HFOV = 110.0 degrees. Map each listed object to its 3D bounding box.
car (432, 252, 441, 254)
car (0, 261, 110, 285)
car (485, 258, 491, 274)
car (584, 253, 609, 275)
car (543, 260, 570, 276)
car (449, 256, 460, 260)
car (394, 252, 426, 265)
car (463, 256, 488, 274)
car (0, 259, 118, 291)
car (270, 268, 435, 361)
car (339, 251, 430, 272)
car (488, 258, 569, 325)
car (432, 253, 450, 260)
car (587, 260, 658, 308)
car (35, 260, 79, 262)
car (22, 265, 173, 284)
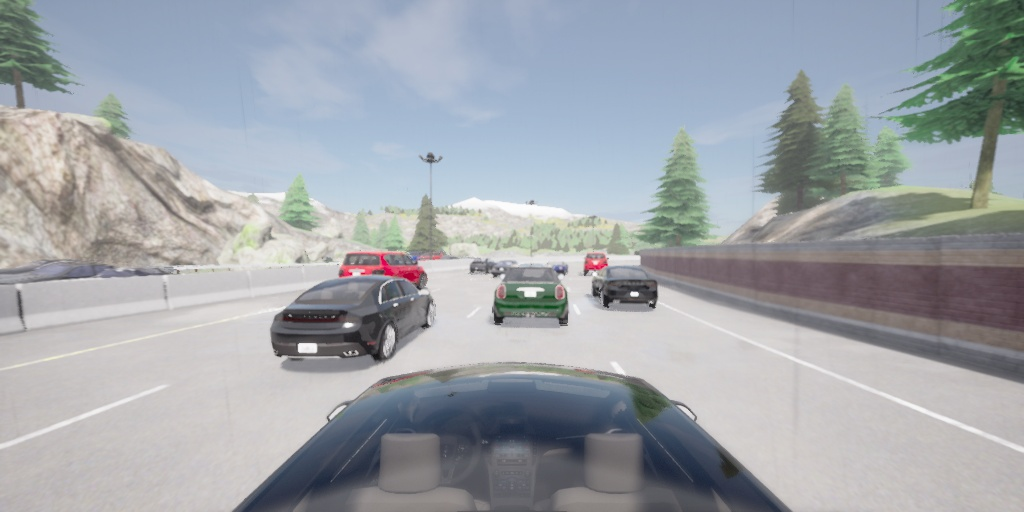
[{"bbox_3d":[-13.424,0.391,58.884,2.150,2.045,5.566,0,1,22],"label":"car"},{"bbox_3d":[-20.201,1.092,16.663,2.033,1.411,5.357,0,1,6],"label":"car"},{"bbox_3d":[-0.271,1.035,29.597,2.033,1.411,5.357,0,1,12],"label":"car"},{"bbox_3d":[7.962,0.695,33.885,2.150,2.045,5.566,0,1,14],"label":"car"},{"bbox_3d":[4.171,1.069,33.177,1.895,1.301,4.718,0,1,14],"label":"car"},{"bbox_3d":[-7.097,0.766,55.849,2.033,1.411,5.357,0,1,22],"label":"car"},{"bbox_3d":[-16.908,0.373,59.599,2.150,2.045,5.566,0,1,21],"label":"car"},{"bbox_3d":[-2.606,0.923,34.791,2.128,1.511,4.902,0,1,14],"label":"car"},{"bbox_3d":[-26.722,0.977,20.760,2.128,1.511,4.902,0,1,7],"label":"car"},{"bbox_3d":[-3.124,1.185,8.087,1.837,1.490,4.892,0,1,3],"label":"car"},{"bbox_3d":[-5.888,0.809,16.957,2.150,2.045,5.566,0,1,6],"label":"car"},{"bbox_3d":[0.647,1.011,11.668,2.097,1.767,4.553,0,1,4],"label":"car"},{"bbox_3d":[-10.349,0.675,57.089,1.882,1.535,5.008,0,1,21],"label":"car"},{"bbox_3d":[4.425,1.120,14.651,1.882,1.535,5.008,0,1,6],"label":"car"},{"bbox_3d":[-23.430,1.057,19.241,2.033,1.411,5.357,0,1,7],"label":"car"},{"bbox_3d":[-16.794,1.167,15.482,1.895,1.301,4.718,0,1,6],"label":"car"}]
